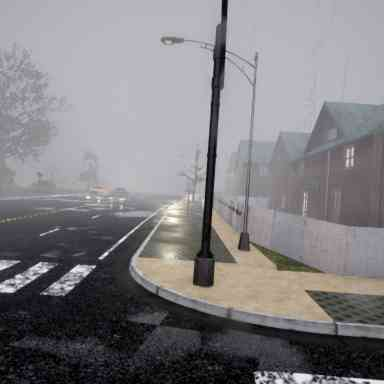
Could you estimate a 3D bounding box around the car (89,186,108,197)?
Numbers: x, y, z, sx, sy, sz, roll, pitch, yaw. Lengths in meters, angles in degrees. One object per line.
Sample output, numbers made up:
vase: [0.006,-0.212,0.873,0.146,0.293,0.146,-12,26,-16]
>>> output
car: [-13.963,-0.179,50.058,1.882,1.535,5.008,4,1,1]

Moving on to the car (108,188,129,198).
car: [-10.725,0.090,49.963,1.812,1.442,4.674,4,1,1]
